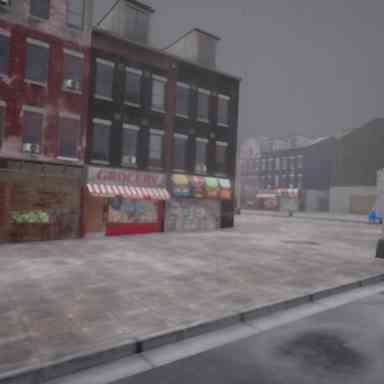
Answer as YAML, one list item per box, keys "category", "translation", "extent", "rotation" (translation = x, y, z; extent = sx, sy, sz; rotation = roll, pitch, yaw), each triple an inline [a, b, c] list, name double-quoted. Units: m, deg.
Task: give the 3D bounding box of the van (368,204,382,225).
- category: "van"
  translation: [16.796, 1.920, 27.436]
  extent: [1.690, 1.788, 3.998]
  rotation: [4, -2, -35]
